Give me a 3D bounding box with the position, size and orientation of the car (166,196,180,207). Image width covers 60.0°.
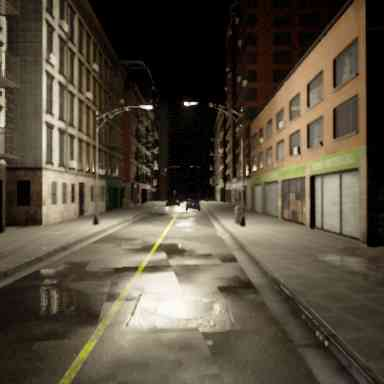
[{"bbox_3d":[-2.992,1.403,52.476,2.097,1.767,4.553,0,0,0],"label":"car"}]

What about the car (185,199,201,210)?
[{"bbox_3d":[0.107,1.584,42.397,2.033,1.411,5.357,0,0,0],"label":"car"}]
